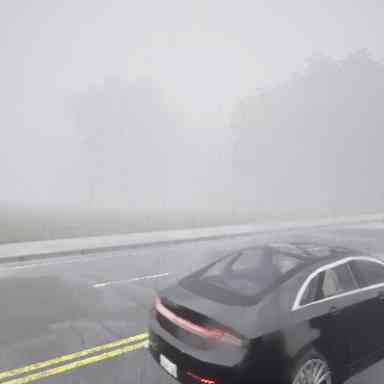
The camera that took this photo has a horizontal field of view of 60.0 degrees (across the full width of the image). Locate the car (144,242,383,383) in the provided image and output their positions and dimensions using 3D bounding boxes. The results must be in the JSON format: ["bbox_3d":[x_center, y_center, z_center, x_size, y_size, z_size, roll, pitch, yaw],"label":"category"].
[{"bbox_3d":[1.738,1.480,4.675,4.902,1.511,2.128,0,0,-35],"label":"car"}]
